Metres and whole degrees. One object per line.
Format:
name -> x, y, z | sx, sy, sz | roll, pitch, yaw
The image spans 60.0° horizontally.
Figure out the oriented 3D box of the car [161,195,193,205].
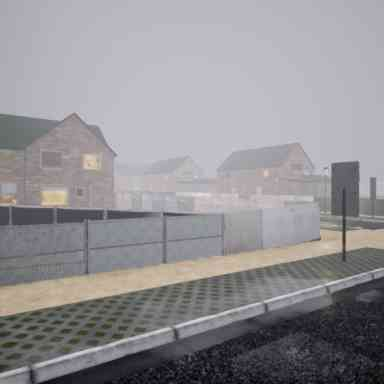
car -> -1.998, 1.019, 40.325 | 1.895, 1.301, 4.718 | 1, 1, -36
